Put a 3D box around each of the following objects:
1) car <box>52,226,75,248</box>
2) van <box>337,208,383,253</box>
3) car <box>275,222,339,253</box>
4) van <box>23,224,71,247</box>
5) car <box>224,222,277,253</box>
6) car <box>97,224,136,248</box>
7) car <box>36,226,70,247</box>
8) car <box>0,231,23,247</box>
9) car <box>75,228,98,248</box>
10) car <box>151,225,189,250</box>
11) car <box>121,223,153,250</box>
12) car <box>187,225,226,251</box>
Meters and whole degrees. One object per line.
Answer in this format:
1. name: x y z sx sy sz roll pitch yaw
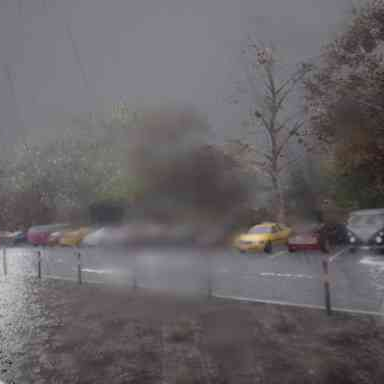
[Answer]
1. car: -9.145 3.938 29.246 2.097 1.535 5.008 -6 -3 35
2. van: 8.799 1.859 16.336 1.878 1.987 4.442 -6 -3 35
3. car: 6.650 2.344 18.046 2.163 1.488 4.792 -6 -3 35
4. van: -13.597 4.179 32.565 1.878 1.987 4.442 -6 -3 35
5. car: 4.268 2.543 19.477 1.946 1.575 5.366 -6 -3 35
6. car: -4.626 3.348 26.075 2.185 1.767 4.553 -6 -3 35
7. car: -11.396 4.211 30.851 2.002 1.452 4.674 -6 -3 35
8. car: -18.170 4.900 35.641 2.163 1.488 4.792 -6 -3 35
9. car: -6.888 3.745 27.643 2.002 1.452 4.674 -6 -3 35
10. car: -0.133 3.010 22.830 2.231 1.521 4.892 -6 -3 35
11. car: -2.379 3.241 24.444 2.097 1.535 5.008 -6 -3 35
12. car: 2.142 2.807 21.254 2.163 1.488 4.792 -6 -3 35
